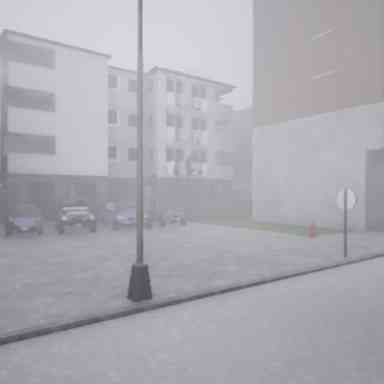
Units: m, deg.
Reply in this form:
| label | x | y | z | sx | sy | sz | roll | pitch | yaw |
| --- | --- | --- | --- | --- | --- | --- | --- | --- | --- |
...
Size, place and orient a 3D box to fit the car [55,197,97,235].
| label | x | y | z | sx | sy | sz | roll | pitch | yaw |
| --- | --- | --- | --- | --- | --- | --- | --- | --- | --- |
| car | -6.467 | 1.244 | 18.380 | 1.905 | 1.878 | 3.866 | 0 | 0 | -25 |

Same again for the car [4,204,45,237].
| label | x | y | z | sx | sy | sz | roll | pitch | yaw |
| --- | --- | --- | --- | --- | --- | --- | --- | --- | --- |
| car | -8.664 | 1.415 | 17.314 | 1.845 | 1.501 | 3.633 | 0 | 0 | -25 |

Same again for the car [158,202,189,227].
| label | x | y | z | sx | sy | sz | roll | pitch | yaw |
| --- | --- | --- | --- | --- | --- | --- | --- | --- | --- |
| car | -1.754 | 1.418 | 22.196 | 1.816 | 1.474 | 4.193 | 0 | 0 | -25 |

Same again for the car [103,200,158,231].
| label | x | y | z | sx | sy | sz | roll | pitch | yaw |
| --- | --- | --- | --- | --- | --- | --- | --- | --- | --- |
| car | -4.076 | 1.350 | 20.368 | 2.242 | 1.667 | 4.611 | 0 | 0 | -25 |
